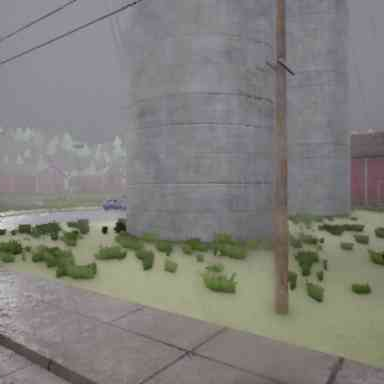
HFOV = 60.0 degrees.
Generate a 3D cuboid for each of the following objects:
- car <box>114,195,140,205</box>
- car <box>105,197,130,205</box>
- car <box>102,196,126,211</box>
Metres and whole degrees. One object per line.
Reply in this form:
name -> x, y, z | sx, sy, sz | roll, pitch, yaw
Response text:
car -> -11.877, 1.426, 60.577 | 4.605, 1.855, 1.932 | 0, 0, 35
car -> -14.573, 1.730, 65.082 | 1.895, 1.301, 4.718 | 0, 0, 34
car -> -9.059, 1.562, 41.493 | 4.611, 1.667, 2.242 | 0, 0, 35
